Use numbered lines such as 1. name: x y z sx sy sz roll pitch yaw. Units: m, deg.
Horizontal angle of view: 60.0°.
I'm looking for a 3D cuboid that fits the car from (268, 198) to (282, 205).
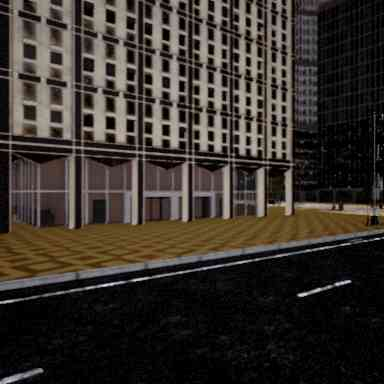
1. car: 17.232 2.040 69.988 2.128 1.511 4.902 0 -1 -8
